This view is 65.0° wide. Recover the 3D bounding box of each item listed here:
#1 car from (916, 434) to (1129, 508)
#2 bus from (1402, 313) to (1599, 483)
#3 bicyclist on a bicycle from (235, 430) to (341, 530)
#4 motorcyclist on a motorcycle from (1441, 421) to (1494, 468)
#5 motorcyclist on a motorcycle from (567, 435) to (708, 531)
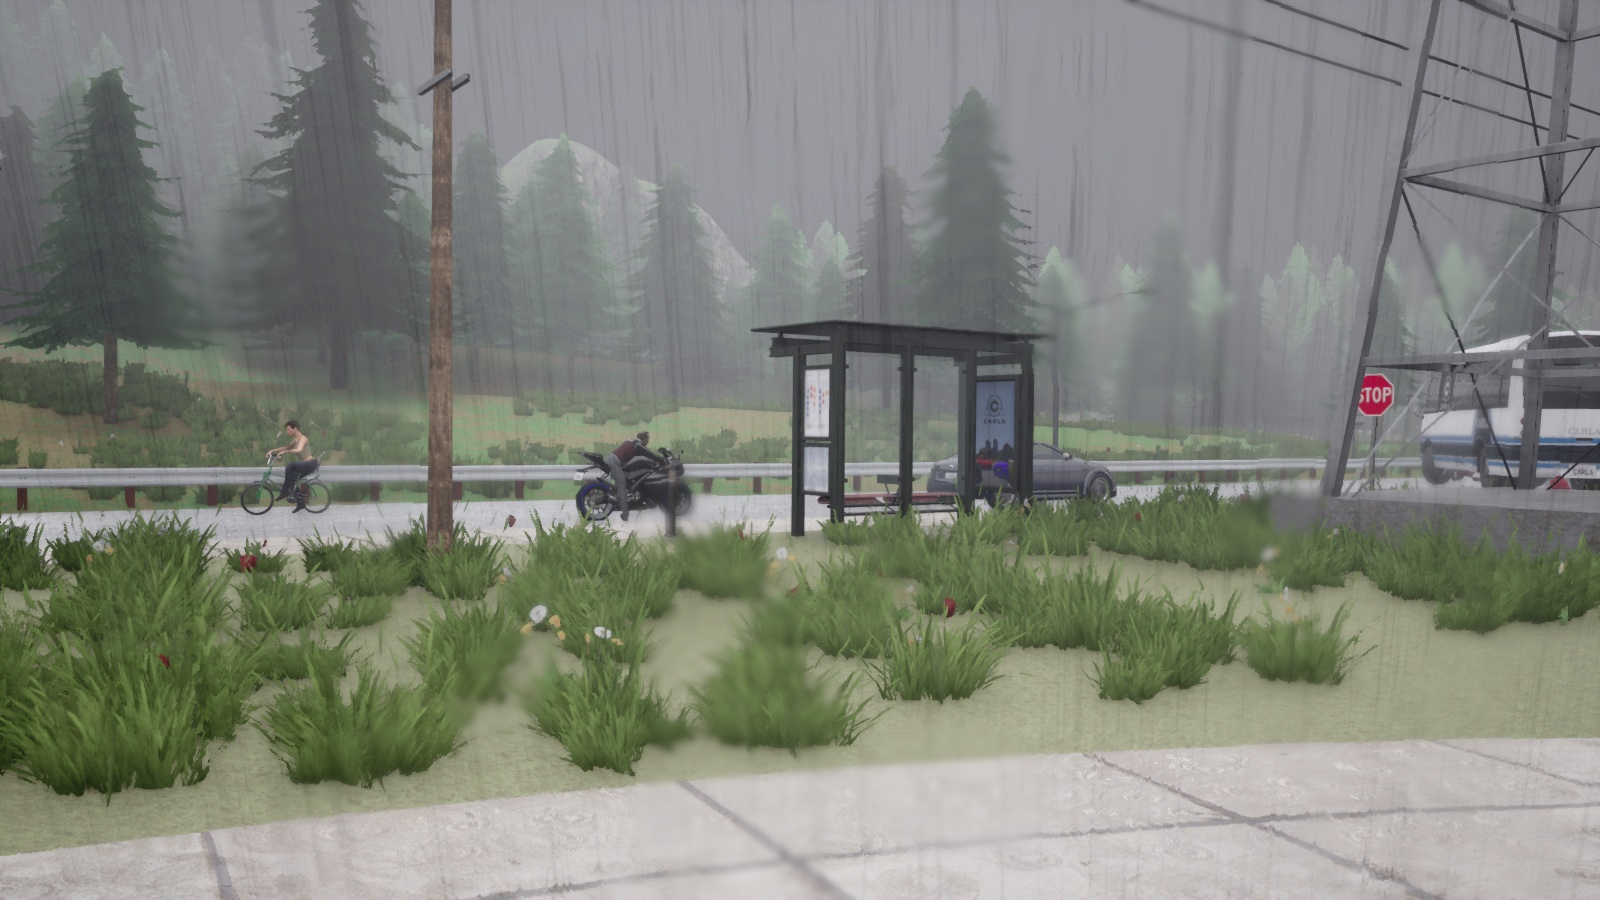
[{"bbox_3d":[4.695,0.383,26.325,4.181,1.385,1.994,-1,1,-34],"label":"car"},{"bbox_3d":[20.869,-1.400,36.621,3.944,4.253,10.273,0,1,14],"label":"bus"},{"bbox_3d":[-8.697,0.481,21.338,1.509,1.612,0.866,-1,1,-34],"label":"bicyclist on a bicycle"},{"bbox_3d":[22.955,-0.199,43.160,1.817,1.590,0.866,-1,1,-35],"label":"motorcyclist on a motorcycle"},{"bbox_3d":[-2.729,0.518,21.208,2.191,1.530,0.866,-1,1,-35],"label":"motorcyclist on a motorcycle"}]
